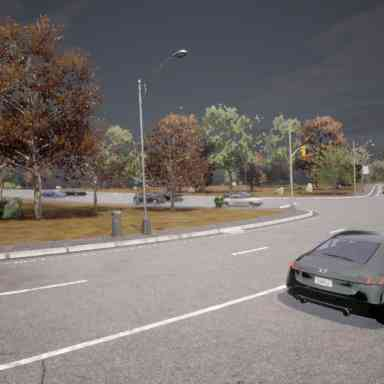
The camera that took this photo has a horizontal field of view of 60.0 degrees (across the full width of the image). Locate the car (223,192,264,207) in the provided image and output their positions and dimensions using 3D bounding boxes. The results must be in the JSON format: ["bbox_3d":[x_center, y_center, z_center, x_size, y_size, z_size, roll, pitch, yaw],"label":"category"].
[{"bbox_3d":[5.331,0.927,36.127,4.718,1.301,1.895,0,2,33],"label":"car"}]

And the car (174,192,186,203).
[{"bbox_3d":[-3.136,0.615,45.747,4.902,1.511,2.128,1,3,33],"label":"car"}]

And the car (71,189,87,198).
[{"bbox_3d":[-20.082,0.193,56.744,4.718,1.301,1.895,2,4,33],"label":"car"}]

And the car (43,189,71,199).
[{"bbox_3d":[-22.303,0.273,54.014,4.674,1.442,1.812,2,4,33],"label":"car"}]

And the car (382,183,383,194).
[{"bbox_3d":[29.726,-0.835,49.632,2.150,2.045,5.566,-1,2,31],"label":"car"}]

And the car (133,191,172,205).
[{"bbox_3d":[-5.474,0.788,43.095,4.892,1.490,1.837,1,3,33],"label":"car"}]

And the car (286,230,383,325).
[{"bbox_3d":[3.890,1.516,7.068,4.181,1.385,1.994,-1,0,-38],"label":"car"}]
